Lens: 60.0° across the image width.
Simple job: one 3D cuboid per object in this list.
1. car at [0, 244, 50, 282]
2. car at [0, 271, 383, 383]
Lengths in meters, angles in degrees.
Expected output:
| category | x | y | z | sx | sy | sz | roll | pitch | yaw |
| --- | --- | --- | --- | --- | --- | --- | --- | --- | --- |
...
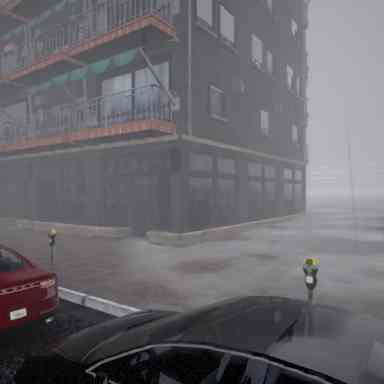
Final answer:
| category | x | y | z | sx | sy | sz | roll | pitch | yaw |
| --- | --- | --- | --- | --- | --- | --- | --- | --- | --- |
| car | -4.205 | 1.545 | 5.876 | 4.507 | 1.381 | 1.887 | 0 | 0 | 36 |
| car | 0.383 | 1.566 | 2.602 | 4.313 | 1.339 | 1.947 | 0 | 0 | 36 |
